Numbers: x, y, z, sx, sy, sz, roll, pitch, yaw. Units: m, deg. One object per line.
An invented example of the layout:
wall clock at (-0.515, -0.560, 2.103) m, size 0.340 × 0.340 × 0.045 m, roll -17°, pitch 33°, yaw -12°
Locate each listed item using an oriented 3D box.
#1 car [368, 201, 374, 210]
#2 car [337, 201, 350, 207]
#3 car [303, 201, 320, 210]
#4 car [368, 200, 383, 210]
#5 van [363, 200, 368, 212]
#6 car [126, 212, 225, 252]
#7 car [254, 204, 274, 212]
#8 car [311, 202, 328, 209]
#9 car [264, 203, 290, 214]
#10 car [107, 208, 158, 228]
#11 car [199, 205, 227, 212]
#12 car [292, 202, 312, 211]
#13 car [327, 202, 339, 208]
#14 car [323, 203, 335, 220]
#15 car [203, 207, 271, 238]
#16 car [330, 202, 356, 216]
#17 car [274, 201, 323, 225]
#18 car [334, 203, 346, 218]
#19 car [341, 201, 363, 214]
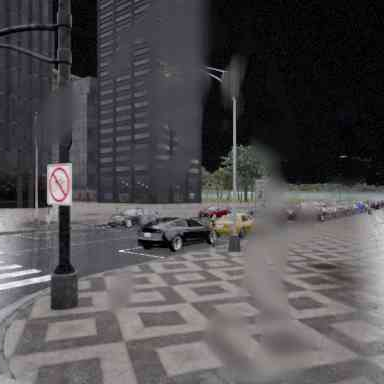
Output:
car at (28.922, 2.592, 56.235) m, size 2.008 × 1.369 × 4.403 m, roll -1°, pitch -2°, yaw 35°
car at (38.360, 3.037, 84.166) m, size 2.008 × 1.369 × 4.403 m, roll -1°, pitch -1°, yaw 35°
car at (21.982, 2.476, 61.189) m, size 1.967 × 1.590 × 4.097 m, roll -1°, pitch -2°, yaw 35°
car at (35.473, 2.539, 65.433) m, size 2.192 × 1.841 × 5.009 m, roll -1°, pitch -2°, yaw 35°
van at (25.646, 2.289, 51.644) m, size 1.690 × 1.788 × 3.998 m, roll -1°, pitch -2°, yaw 35°
car at (-0.557, 1.775, 14.872) m, size 1.947 × 1.339 × 4.313 m, roll -1°, pitch -2°, yaw 35°
car at (8.881, 2.210, 42.804) m, size 2.008 × 1.369 × 4.403 m, roll -1°, pitch -2°, yaw 35°
car at (25.258, 2.673, 65.783) m, size 1.887 × 1.381 × 4.507 m, roll -1°, pitch -2°, yaw 35°
car at (12.156, 2.305, 47.399) m, size 2.008 × 1.369 × 4.403 m, roll -1°, pitch -2°, yaw 35°
car at (-4.219, 1.842, 24.421) m, size 2.008 × 1.369 × 4.403 m, roll -1°, pitch -1°, yaw 35°
car at (2.331, 2.016, 33.613) m, size 1.887 × 1.381 × 4.507 m, roll -1°, pitch -2°, yaw 35°
car at (18.707, 2.494, 56.591) m, size 2.008 × 1.369 × 4.403 m, roll -1°, pitch -2°, yaw 35°
car at (31.809, 2.891, 74.974) m, size 1.802 × 1.307 × 4.206 m, roll -1°, pitch -2°, yaw 35°
car at (12.544, 2.114, 33.255) m, size 1.887 × 1.381 × 4.507 m, roll -1°, pitch -2°, yaw 35°
car at (2.816, 1.824, 19.606) m, size 1.752 × 1.417 × 4.829 m, roll -1°, pitch -2°, yaw 35°
car at (19.095, 2.304, 42.447) m, size 1.887 × 1.381 × 4.507 m, roll -1°, pitch -2°, yaw 35°
car at (9.268, 1.791, 28.665) m, size 2.192 × 1.841 × 5.009 m, roll -1°, pitch -2°, yaw 35°
car at (15.823, 2.246, 37.856) m, size 1.802 × 1.307 × 4.206 m, roll -1°, pitch -2°, yaw 36°
car at (22.370, 2.294, 47.046) m, size 1.967 × 1.590 × 4.097 m, roll -1°, pitch -2°, yaw 35°
